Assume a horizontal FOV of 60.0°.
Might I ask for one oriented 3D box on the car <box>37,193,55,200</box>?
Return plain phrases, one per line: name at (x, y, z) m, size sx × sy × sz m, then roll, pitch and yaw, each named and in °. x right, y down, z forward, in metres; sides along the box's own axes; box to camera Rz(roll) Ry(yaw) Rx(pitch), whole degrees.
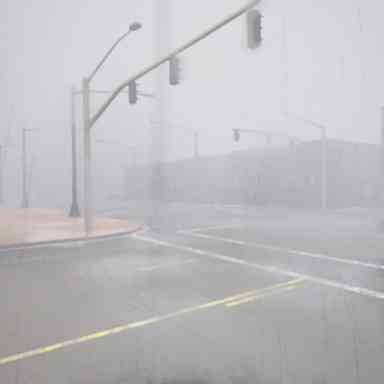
car at (-36.697, 0.977, 83.526) m, size 4.553 × 1.767 × 2.097 m, roll -1°, pitch 1°, yaw 20°
